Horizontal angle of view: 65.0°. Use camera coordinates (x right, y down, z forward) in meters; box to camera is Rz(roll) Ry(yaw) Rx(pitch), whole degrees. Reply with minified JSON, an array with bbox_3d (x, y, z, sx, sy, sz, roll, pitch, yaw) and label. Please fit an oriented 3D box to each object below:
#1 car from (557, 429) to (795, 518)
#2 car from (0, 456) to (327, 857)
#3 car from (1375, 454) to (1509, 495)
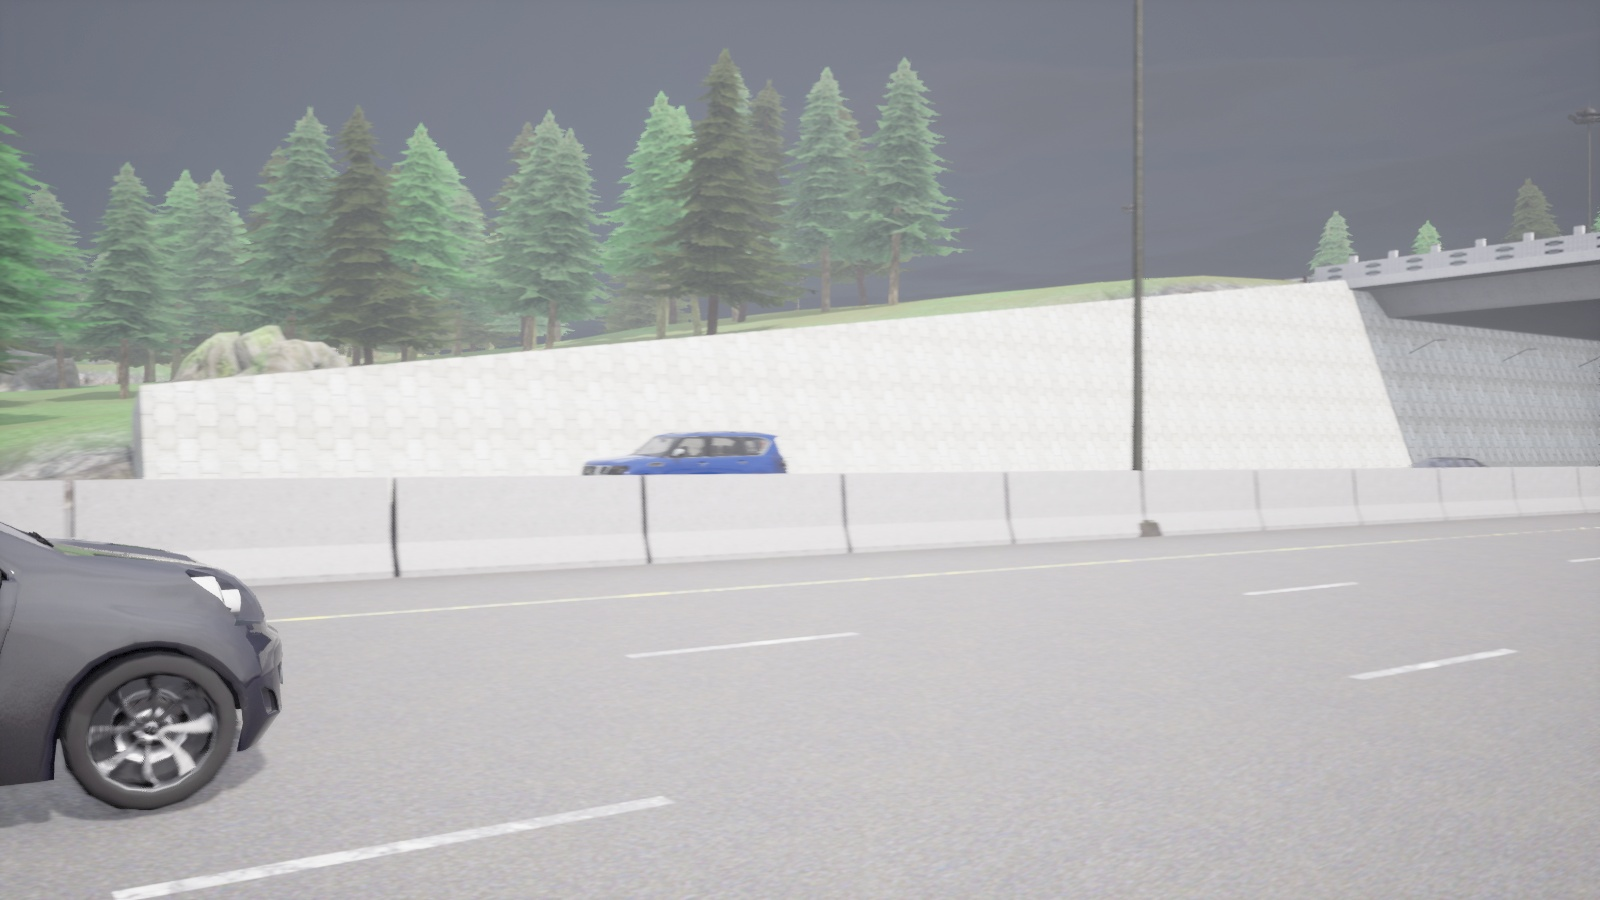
[{"bbox_3d":[-3.035,0.550,31.398,5.566,2.045,2.150,0,0,-35],"label":"car"},{"bbox_3d":[-4.048,0.780,5.106,3.633,1.501,1.845,0,0,-35],"label":"car"},{"bbox_3d":[23.275,0.857,45.445,5.357,1.411,2.033,0,0,-35],"label":"car"}]
